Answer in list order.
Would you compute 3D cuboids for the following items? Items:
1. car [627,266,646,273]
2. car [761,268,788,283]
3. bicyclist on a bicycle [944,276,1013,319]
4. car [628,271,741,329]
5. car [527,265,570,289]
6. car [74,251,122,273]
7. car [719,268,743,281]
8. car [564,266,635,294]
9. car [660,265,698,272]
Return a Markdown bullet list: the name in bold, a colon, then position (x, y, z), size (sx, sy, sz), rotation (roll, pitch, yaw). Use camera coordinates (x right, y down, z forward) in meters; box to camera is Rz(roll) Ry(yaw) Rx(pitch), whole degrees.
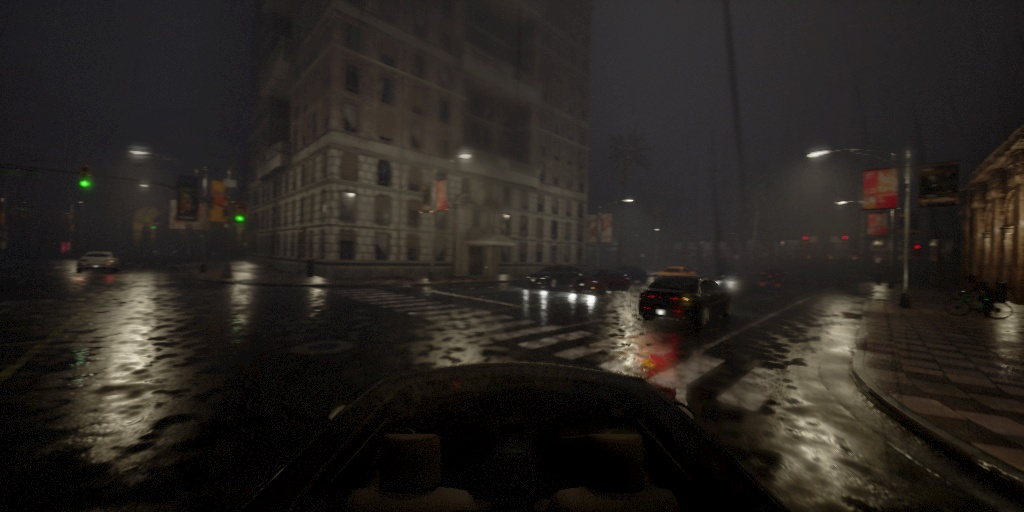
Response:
- **car**: position (10.177, 1.577, 31.343), size (4.674, 1.442, 1.812), rotation (2, 0, -44)
- **car**: position (29.293, 2.106, 39.980), size (5.008, 1.535, 1.882), rotation (2, 0, -44)
- **bicyclist on a bicycle**: position (18.152, 1.597, 13.984), size (0.582, 1.620, 1.656), rotation (2, 0, -45)
- **car**: position (6.040, 1.434, 12.218), size (1.837, 1.490, 4.892), rotation (1, -1, 44)
- **car**: position (3.052, 1.342, 24.306), size (4.892, 1.490, 1.837), rotation (2, 0, -45)
- **car**: position (-28.930, 0.393, 25.190), size (1.812, 1.442, 4.674), rotation (2, 0, -45)
- **car**: position (24.391, 2.044, 40.259), size (4.181, 1.385, 1.994), rotation (2, 0, -44)
- **car**: position (5.364, 1.472, 21.672), size (4.181, 1.385, 1.994), rotation (2, 0, -45)
- **car**: position (13.561, 1.632, 29.756), size (5.008, 1.535, 1.882), rotation (2, 0, -44)
